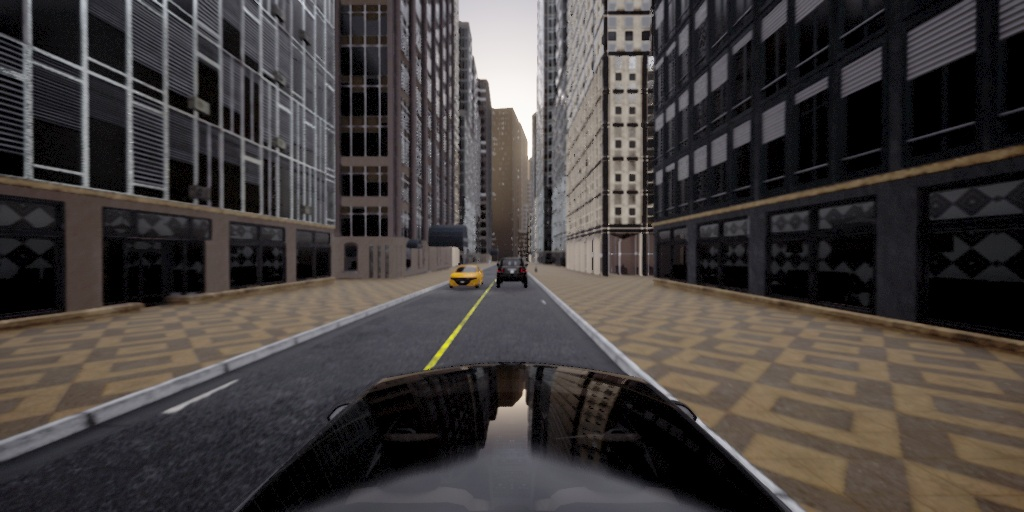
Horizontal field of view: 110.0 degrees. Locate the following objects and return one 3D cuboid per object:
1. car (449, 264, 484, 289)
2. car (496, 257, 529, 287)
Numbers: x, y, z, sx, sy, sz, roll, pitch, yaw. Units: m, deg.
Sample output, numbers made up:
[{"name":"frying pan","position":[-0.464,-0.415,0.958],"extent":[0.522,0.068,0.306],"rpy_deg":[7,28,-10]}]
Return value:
[{"name":"car","position":[-3.014,1.348,24.479],"extent":[1.882,1.535,5.008],"rpy_deg":[0,-1,0]},{"name":"car","position":[0.025,1.104,26.053],"extent":[2.150,2.045,5.566],"rpy_deg":[0,0,0]}]
